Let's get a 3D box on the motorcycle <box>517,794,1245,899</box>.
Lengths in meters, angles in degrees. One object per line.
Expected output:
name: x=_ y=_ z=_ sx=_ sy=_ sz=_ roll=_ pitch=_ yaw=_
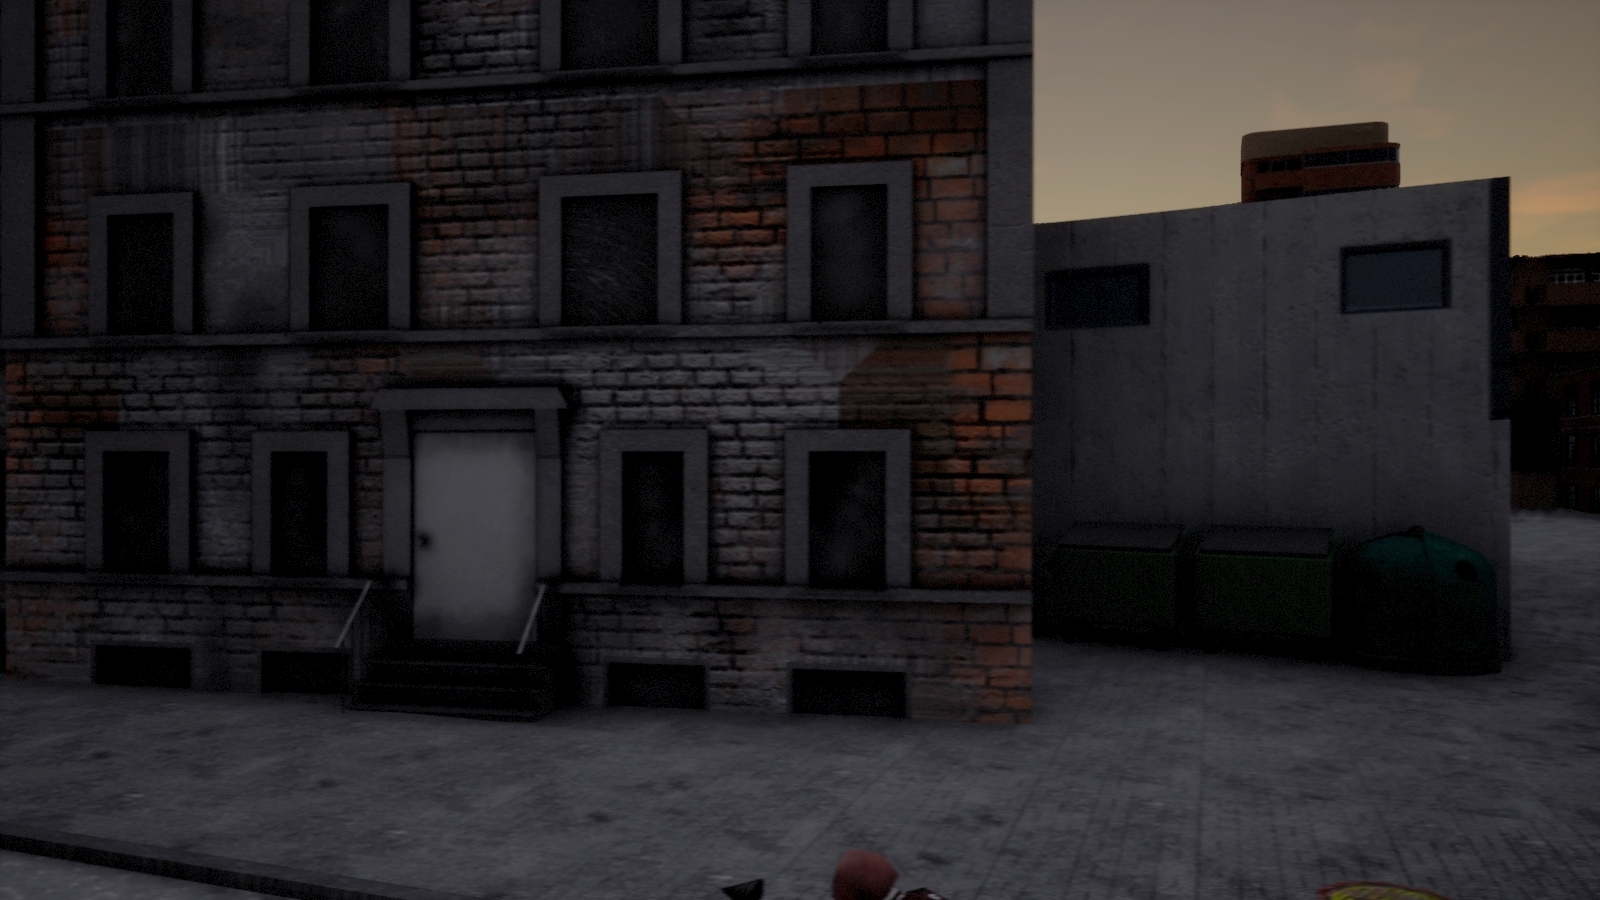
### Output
motorcycle: x=0.271 y=1.985 z=3.732 sx=2.209 sy=1.251 sz=0.867 roll=0 pitch=0 yaw=20
